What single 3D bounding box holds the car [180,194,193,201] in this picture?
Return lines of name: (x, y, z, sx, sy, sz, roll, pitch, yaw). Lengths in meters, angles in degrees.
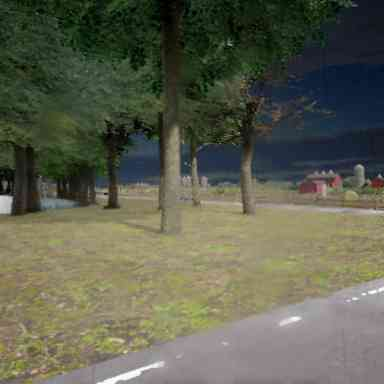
car: (-1.325, 0.979, 60.583, 1.994, 1.385, 4.181, -1, 1, -36)
